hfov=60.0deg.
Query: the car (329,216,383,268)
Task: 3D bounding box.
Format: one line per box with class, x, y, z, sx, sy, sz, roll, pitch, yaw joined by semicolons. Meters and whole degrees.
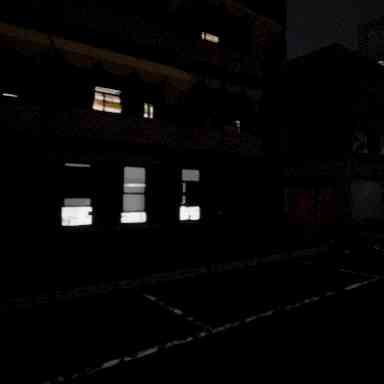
car;6.381;1.492;11.097;4.507;1.381;1.887;0;1;-35
